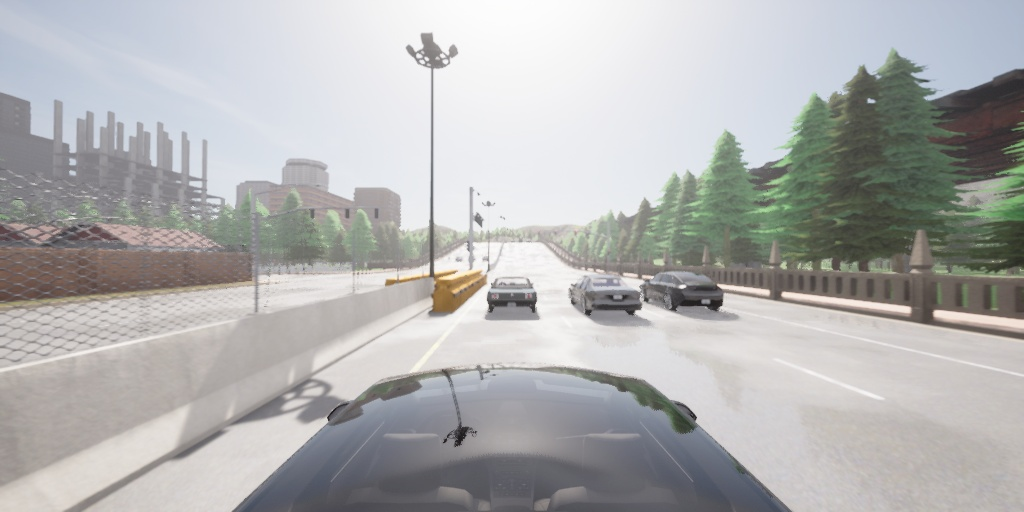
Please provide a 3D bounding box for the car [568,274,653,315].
[{"bbox_3d":[3.508,1.439,14.367,2.033,1.411,5.357,0,-1,0],"label":"car"}]

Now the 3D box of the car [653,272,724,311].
[{"bbox_3d":[7.017,1.410,15.353,1.837,1.490,4.892,0,0,0],"label":"car"}]

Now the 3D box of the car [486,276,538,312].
[{"bbox_3d":[0.014,1.501,15.088,1.895,1.301,4.718,0,-1,0],"label":"car"}]
